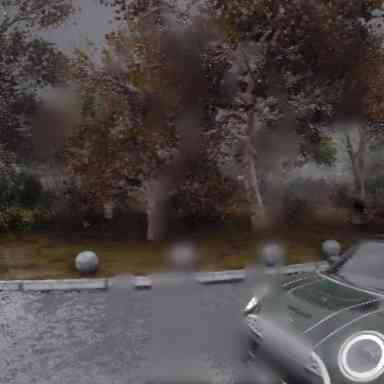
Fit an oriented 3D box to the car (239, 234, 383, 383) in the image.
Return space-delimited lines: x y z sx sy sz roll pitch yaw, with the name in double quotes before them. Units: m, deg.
"car" 2.851 1.317 4.126 4.553 1.767 2.097 0 0 -21
